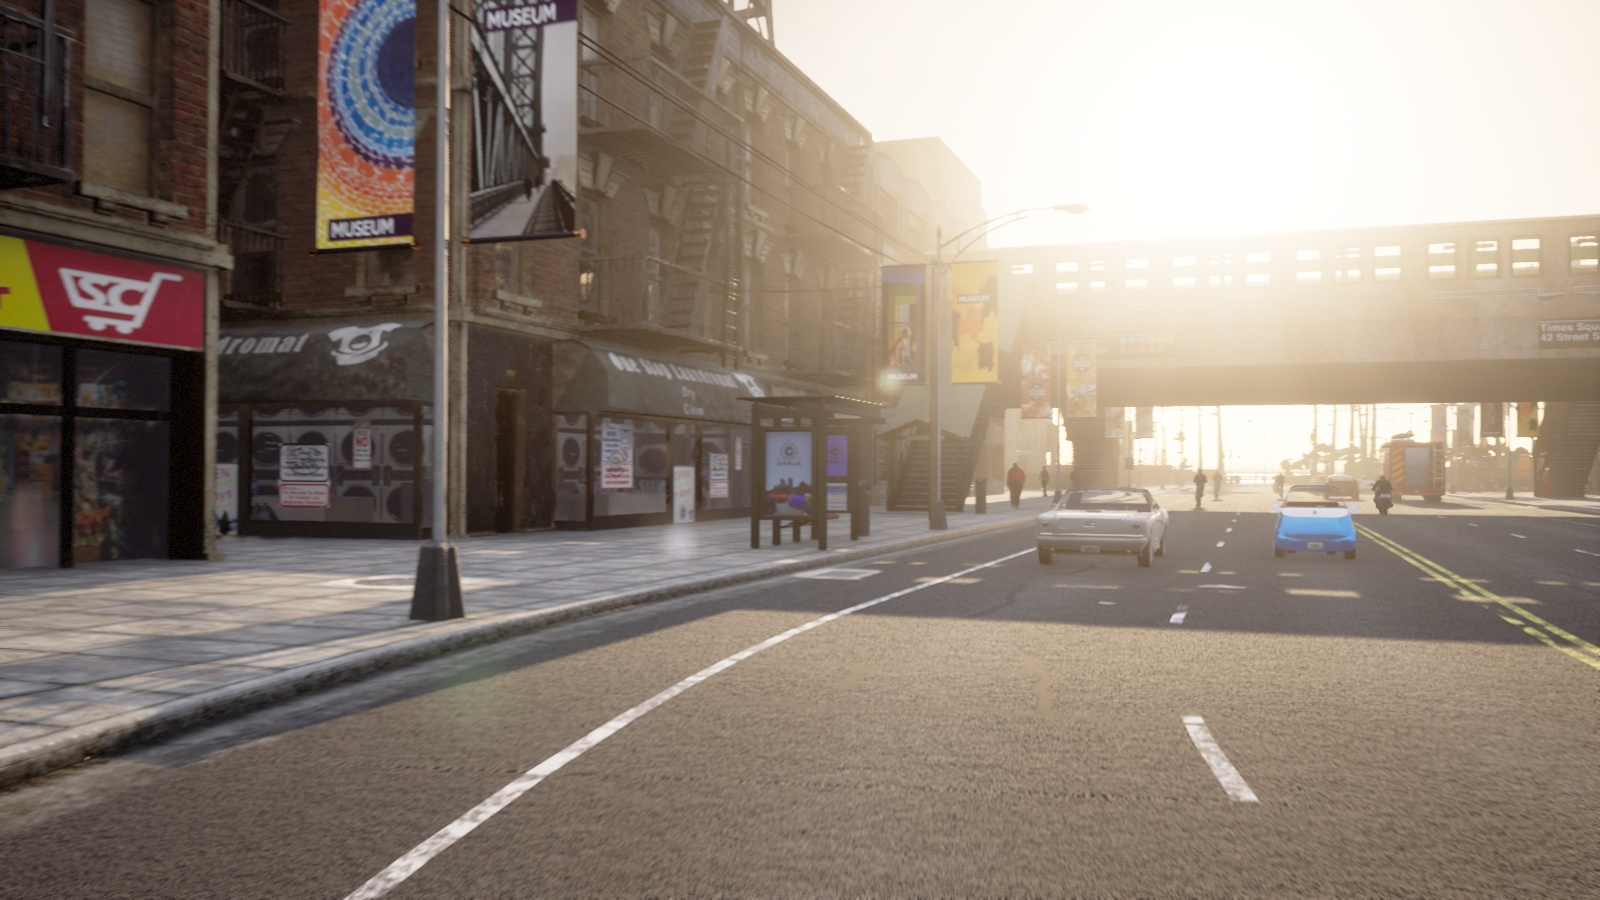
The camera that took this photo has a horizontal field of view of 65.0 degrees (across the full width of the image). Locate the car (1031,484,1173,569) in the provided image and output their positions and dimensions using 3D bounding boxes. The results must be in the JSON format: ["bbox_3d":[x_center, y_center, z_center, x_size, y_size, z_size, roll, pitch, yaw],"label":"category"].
[{"bbox_3d":[5.470,1.273,22.322,1.895,1.301,4.718,-1,-1,20],"label":"car"}]

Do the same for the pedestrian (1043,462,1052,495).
[{"bbox_3d":[13.982,1.618,70.889,0.331,1.846,0.634,-1,-1,28],"label":"pedestrian"}]

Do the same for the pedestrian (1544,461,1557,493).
[{"bbox_3d":[44.061,1.578,73.734,0.345,1.836,0.594,0,-1,-5],"label":"pedestrian"}]

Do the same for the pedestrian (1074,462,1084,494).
[{"bbox_3d":[16.088,1.639,72.533,0.370,1.835,0.726,-1,-1,28],"label":"pedestrian"}]

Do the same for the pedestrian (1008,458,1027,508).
[{"bbox_3d":[8.162,1.236,47.063,0.634,1.844,0.899,0,-1,14],"label":"pedestrian"}]

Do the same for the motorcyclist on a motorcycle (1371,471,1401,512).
[{"bbox_3d":[22.736,1.601,48.789,0.866,1.530,2.191,-1,-1,20],"label":"motorcyclist on a motorcycle"}]

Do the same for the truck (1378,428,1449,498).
[{"bbox_3d":[35.742,0.776,73.450,2.891,3.827,8.468,-1,-1,20],"label":"truck"}]

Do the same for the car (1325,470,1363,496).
[{"bbox_3d":[33.460,1.990,77.333,1.882,1.535,5.008,-1,-1,20],"label":"car"}]

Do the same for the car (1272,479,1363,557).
[{"bbox_3d":[9.667,1.236,23.580,1.481,1.376,2.207,-1,-1,20],"label":"car"}]
